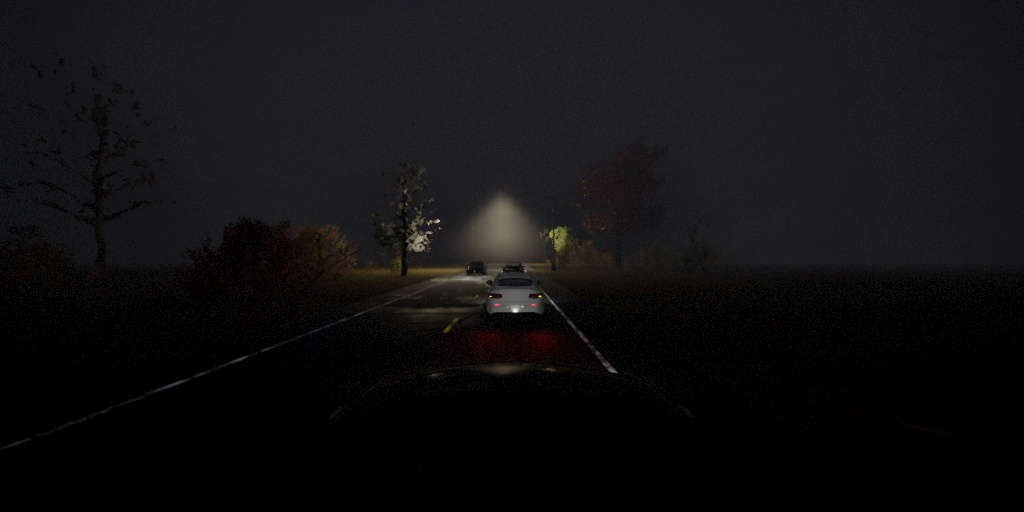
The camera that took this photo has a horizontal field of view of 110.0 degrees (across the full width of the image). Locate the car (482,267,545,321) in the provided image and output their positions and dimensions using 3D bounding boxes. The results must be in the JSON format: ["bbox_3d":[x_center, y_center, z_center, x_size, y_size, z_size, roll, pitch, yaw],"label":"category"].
[{"bbox_3d":[0.094,1.276,12.346,1.812,1.442,4.674,0,0,0],"label":"car"}]

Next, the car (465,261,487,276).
[{"bbox_3d":[-3.608,1.249,36.908,1.837,1.490,4.892,0,0,0],"label":"car"}]

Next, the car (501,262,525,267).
[{"bbox_3d":[0.087,1.238,30.268,2.128,1.511,4.902,0,0,0],"label":"car"}]
